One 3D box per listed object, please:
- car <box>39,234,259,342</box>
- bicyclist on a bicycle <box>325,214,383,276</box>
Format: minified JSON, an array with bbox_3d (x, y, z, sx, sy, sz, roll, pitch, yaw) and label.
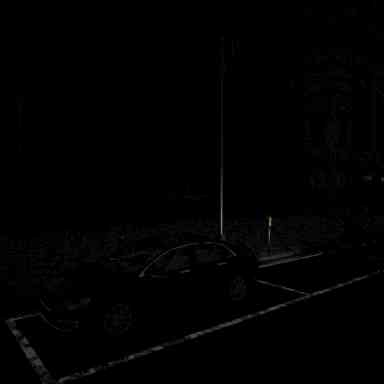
[{"bbox_3d":[-0.563,1.552,6.450,4.403,1.369,2.008,0,1,-38],"label":"car"},{"bbox_3d":[4.486,1.457,9.277,0.582,1.620,1.656,0,-1,-38],"label":"bicyclist on a bicycle"}]
